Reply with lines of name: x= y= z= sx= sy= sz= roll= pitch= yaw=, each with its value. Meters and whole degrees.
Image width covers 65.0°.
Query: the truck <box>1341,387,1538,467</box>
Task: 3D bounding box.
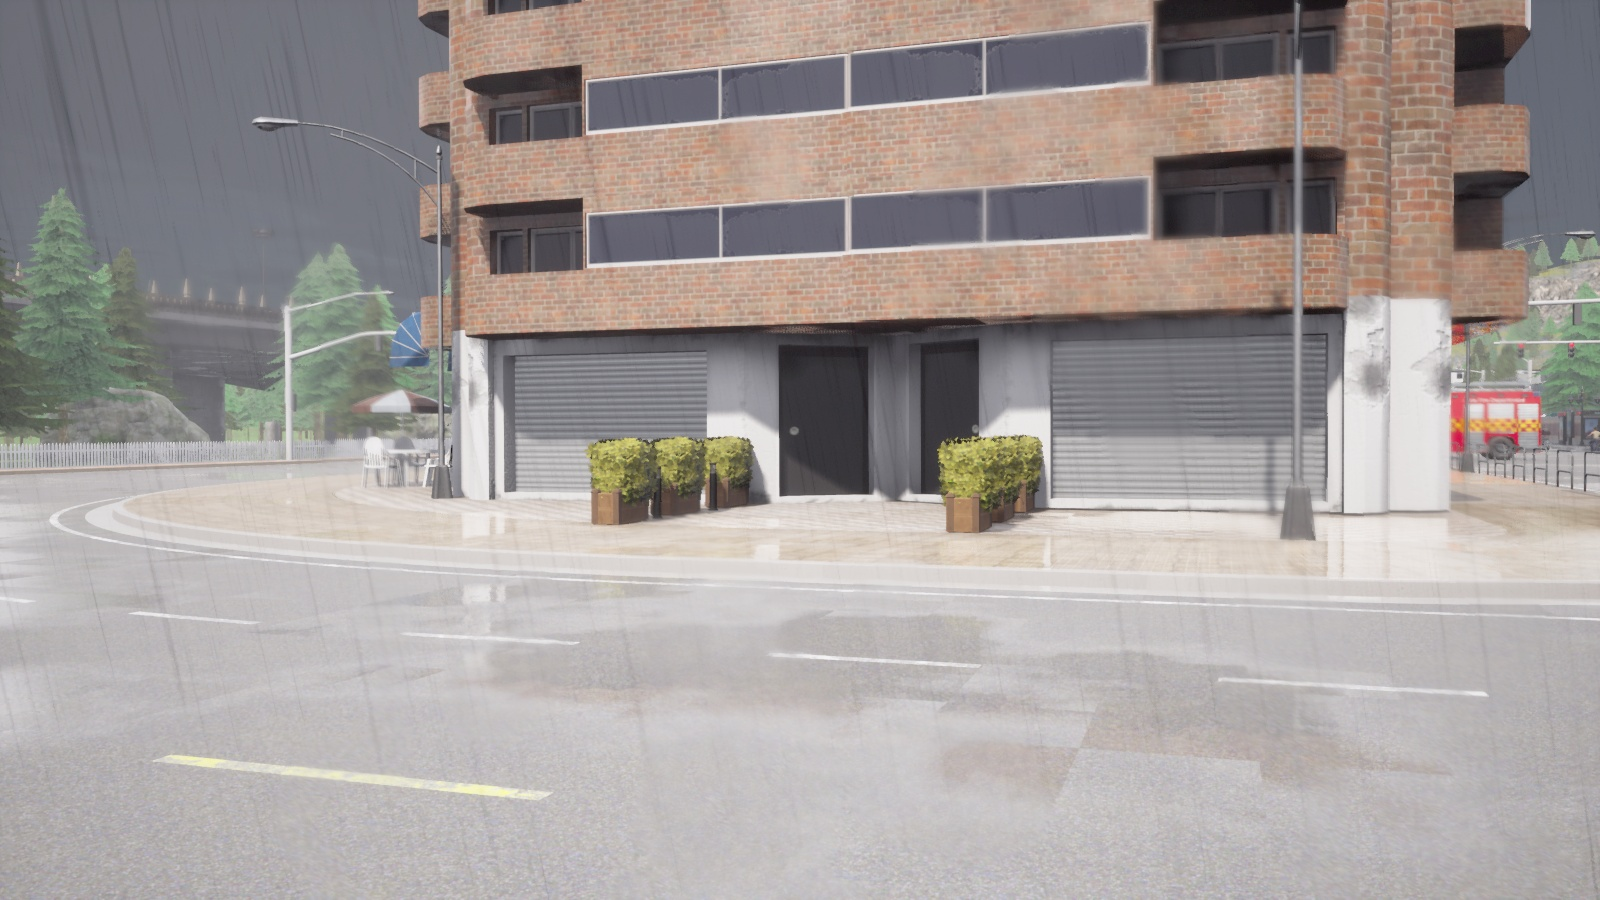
truck: x=31.994 y=-1.175 z=63.211 sx=8.468 sy=3.827 sz=2.891 roll=1 pitch=1 yaw=19
